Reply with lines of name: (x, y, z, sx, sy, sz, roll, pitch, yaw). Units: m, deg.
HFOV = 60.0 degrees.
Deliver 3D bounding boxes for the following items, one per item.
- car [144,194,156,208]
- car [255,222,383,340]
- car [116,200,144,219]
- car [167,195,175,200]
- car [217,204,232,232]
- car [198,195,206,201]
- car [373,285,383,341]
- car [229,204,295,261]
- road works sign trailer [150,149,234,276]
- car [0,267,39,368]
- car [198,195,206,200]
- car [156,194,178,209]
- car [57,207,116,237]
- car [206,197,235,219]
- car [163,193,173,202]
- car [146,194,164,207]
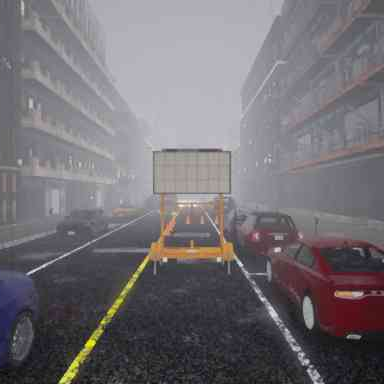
car: (-5.688, 1.431, 46.045, 1.967, 1.590, 4.097, 0, 0, 0)
car: (2.692, 1.545, 6.586, 1.887, 1.381, 4.507, 0, 0, 0)
car: (-5.688, 1.522, 28.965, 1.752, 1.417, 4.829, 0, 0, 0)
car: (-5.686, 1.513, 91.136, 1.887, 1.381, 4.507, 0, 0, 0)
car: (2.692, 1.550, 17.858, 2.008, 1.369, 4.403, 0, 0, 0)
car: (2.694, 1.500, 80.029, 1.752, 1.417, 4.829, 0, 0, 0)
car: (2.691, 1.566, 0.949, 1.947, 1.339, 4.313, 0, 0, 0)
car: (2.692, 1.440, 12.223, 1.967, 1.590, 4.097, 0, 0, 0)
road works sign trailer: (0.000, 0.464, 10.355, 2.380, 3.560, 2.880, 0, 0, 0)
car: (-3.100, 1.526, 3.047, 1.812, 1.442, 4.674, 0, 0, 0)
car: (2.694, 1.513, 91.131, 1.887, 1.381, 4.507, 0, 0, 0)
car: (-3.099, 1.210, 44.584, 2.150, 2.045, 5.566, 0, 0, 0)
car: (-5.689, 1.565, 17.861, 1.947, 1.339, 4.313, 0, 0, 0)
car: (2.694, 1.312, 29.131, 2.192, 1.841, 5.009, 0, 0, 0)
car: (-5.686, 1.290, 79.863, 2.192, 1.841, 5.009, 0, 0, 0)
car: (-5.687, 1.304, 51.681, 2.192, 1.841, 5.009, 0, 0, 0)
